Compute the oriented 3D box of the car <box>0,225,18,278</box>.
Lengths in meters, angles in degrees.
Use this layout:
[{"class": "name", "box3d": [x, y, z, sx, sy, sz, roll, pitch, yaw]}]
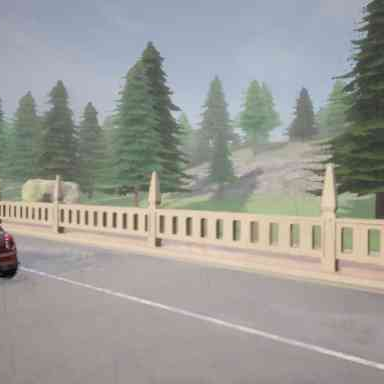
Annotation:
[{"class": "car", "box3d": [-6.559, 1.264, 8.678, 4.553, 1.767, 2.097, 1, 0, 36]}]
